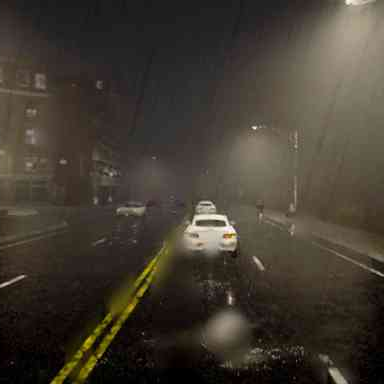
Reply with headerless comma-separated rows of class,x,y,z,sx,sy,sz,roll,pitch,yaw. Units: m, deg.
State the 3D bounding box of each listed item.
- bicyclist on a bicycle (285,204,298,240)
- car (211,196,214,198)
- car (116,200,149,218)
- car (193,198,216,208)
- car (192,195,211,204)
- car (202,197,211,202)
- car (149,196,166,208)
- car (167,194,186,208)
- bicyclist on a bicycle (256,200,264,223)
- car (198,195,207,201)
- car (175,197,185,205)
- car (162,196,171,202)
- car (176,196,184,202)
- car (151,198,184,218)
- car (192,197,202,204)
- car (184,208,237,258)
bicyclist on a bicycle,4.901,1.459,16.517,0.659,1.776,1.843,1,0,2
car,3.994,1.697,71.412,1.837,1.490,4.892,0,0,-2
car,-5.448,1.627,30.142,1.895,1.301,4.718,1,0,1
car,1.261,1.615,30.761,1.812,1.442,4.674,1,0,1
car,1.357,1.608,48.635,1.882,1.535,5.008,1,0,0
car,3.509,1.804,81.639,1.895,1.301,4.718,0,0,-3
car,-5.331,1.546,47.809,1.882,1.535,5.008,1,0,0
car,-2.068,1.325,49.262,2.150,2.045,5.566,1,0,0
bicyclist on a bicycle,5.195,1.484,25.590,0.659,1.776,1.843,1,0,2
car,2.894,1.719,91.580,1.837,1.490,4.892,0,0,-4
car,-2.318,1.693,65.645,1.994,1.385,4.181,1,0,-1
car,-6.199,1.674,80.610,1.994,1.385,4.181,0,0,-3
car,-2.999,1.651,81.656,1.837,1.490,4.892,0,0,-3
car,-2.179,1.606,30.863,2.033,1.411,5.357,1,0,1
car,0.979,1.688,67.139,1.812,1.442,4.674,1,0,-2
car,0.701,1.566,12.907,1.812,1.442,4.674,1,0,3
